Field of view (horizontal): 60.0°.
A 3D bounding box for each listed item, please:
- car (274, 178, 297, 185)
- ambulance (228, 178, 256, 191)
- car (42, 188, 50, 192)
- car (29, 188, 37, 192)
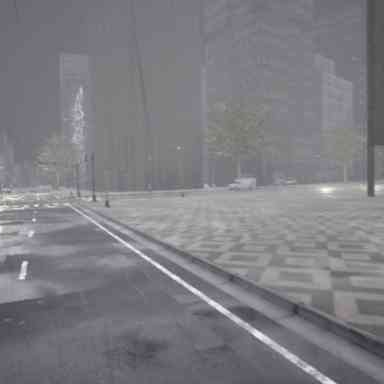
[{"bbox_3d":[20.307,-2.120,72.218,5.566,2.045,2.150,-3,3,-33],"label":"car"},{"bbox_3d":[10.465,-1.595,69.908,6.366,2.431,2.351,-3,3,-31],"label":"ambulance"},{"bbox_3d":[-38.038,-0.318,86.496,1.812,1.442,4.674,-3,2,-24],"label":"car"},{"bbox_3d":[-40.995,-0.185,85.154,2.128,1.511,4.902,-3,2,-24],"label":"car"}]
